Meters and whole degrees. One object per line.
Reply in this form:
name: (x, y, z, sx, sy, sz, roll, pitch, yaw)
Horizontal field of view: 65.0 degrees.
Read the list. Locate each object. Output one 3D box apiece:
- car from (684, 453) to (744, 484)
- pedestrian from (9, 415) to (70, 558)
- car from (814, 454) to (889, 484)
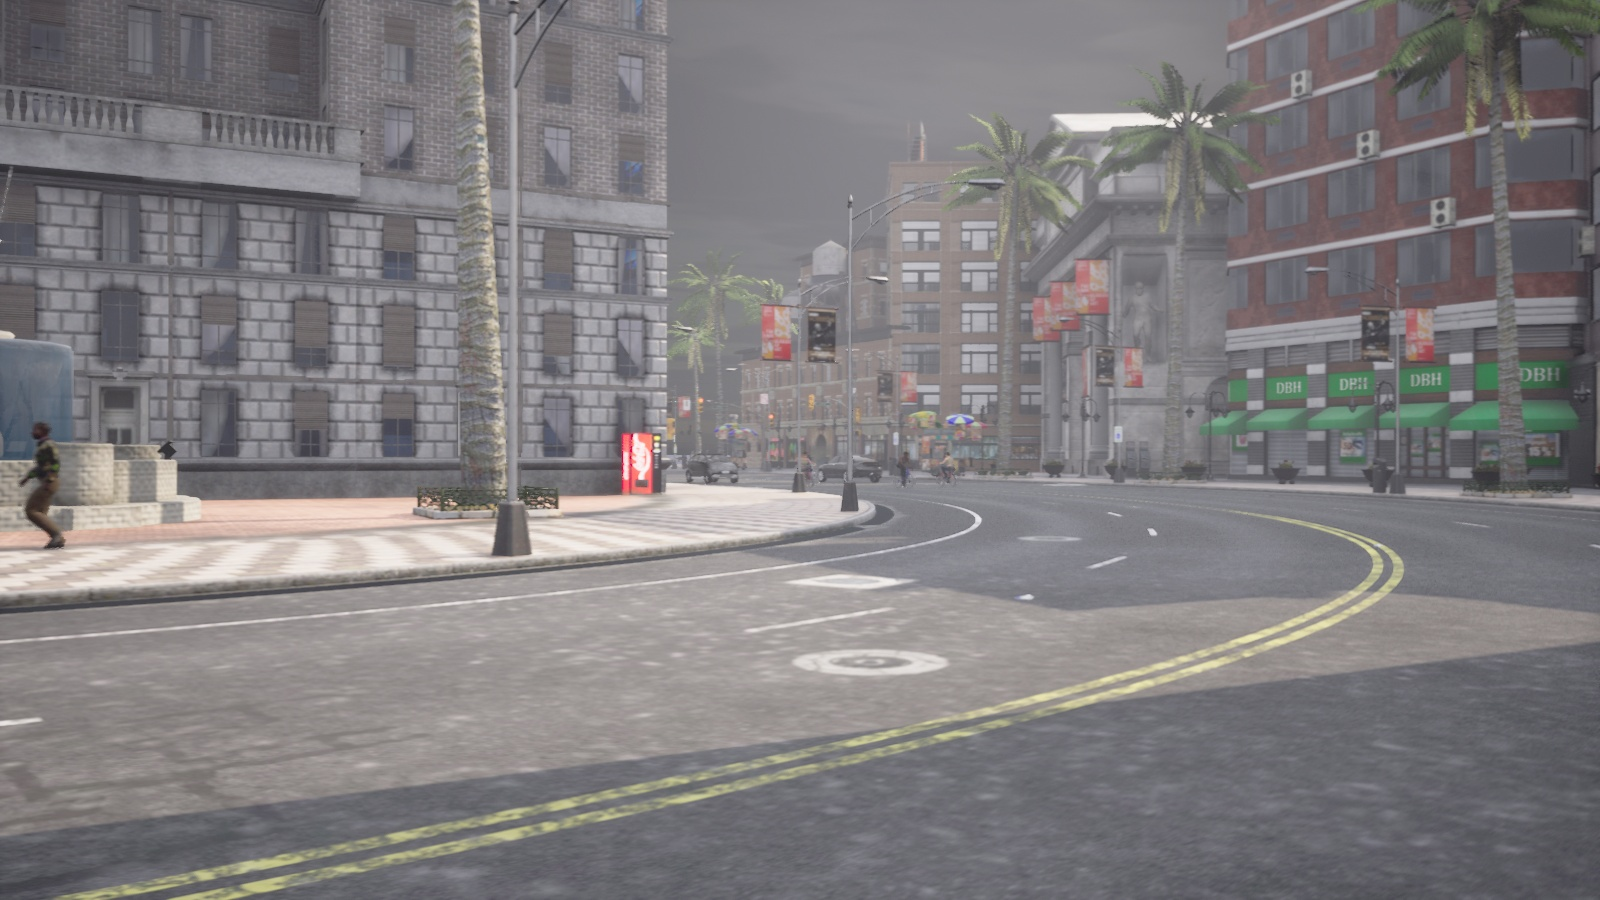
car: (-4.481, 0.965, 64.982, 1.789, 1.549, 3.705, 0, -1, -27)
pedestrian: (-10.465, 0.491, 17.277, 0.692, 1.930, 0.395, 0, 0, -35)
car: (2.663, 0.975, 66.511, 1.837, 1.490, 4.892, 0, 0, -27)
